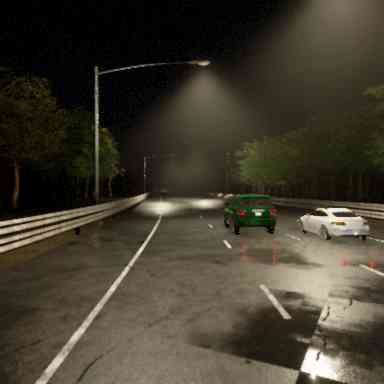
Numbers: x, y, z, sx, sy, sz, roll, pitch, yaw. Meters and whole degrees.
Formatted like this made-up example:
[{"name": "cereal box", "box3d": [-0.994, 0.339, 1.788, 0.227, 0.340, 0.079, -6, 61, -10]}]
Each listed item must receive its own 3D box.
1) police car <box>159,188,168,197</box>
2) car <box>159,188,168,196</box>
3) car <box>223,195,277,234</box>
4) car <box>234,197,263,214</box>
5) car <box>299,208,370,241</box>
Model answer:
[{"name": "police car", "box3d": [-6.708, 0.286, 79.220, 1.930, 1.638, 5.238, 0, 0, -6]}, {"name": "car", "box3d": [-7.684, 0.028, 89.090, 2.150, 2.045, 5.566, 0, 0, -6]}, {"name": "car", "box3d": [3.146, 1.166, 18.990, 2.150, 2.045, 5.566, 0, 0, -2]}, {"name": "car", "box3d": [5.740, 1.365, 34.413, 1.837, 1.490, 4.892, 0, 0, -4]}, {"name": "car", "box3d": [6.750, 1.478, 16.179, 1.812, 1.442, 4.674, 0, 0, -2]}]
